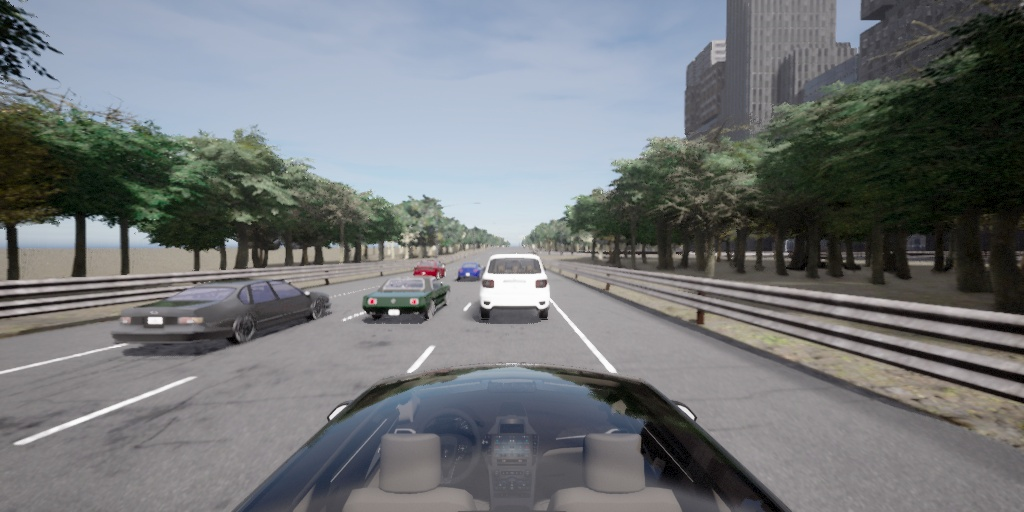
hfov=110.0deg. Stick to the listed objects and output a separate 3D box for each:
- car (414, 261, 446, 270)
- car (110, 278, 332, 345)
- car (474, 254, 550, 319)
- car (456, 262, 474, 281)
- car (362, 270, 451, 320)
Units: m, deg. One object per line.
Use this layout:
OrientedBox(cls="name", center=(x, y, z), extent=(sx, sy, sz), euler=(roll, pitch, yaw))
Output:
OrientedBox(cls="car", center=(-6.910, 1.197, 30.562), extent=(1.882, 1.535, 5.008), euler=(0, 0, 0))
OrientedBox(cls="car", center=(-6.931, 1.300, 9.488), extent=(2.033, 1.411, 5.357), euler=(0, 0, 0))
OrientedBox(cls="car", center=(0.087, 0.970, 12.954), extent=(2.150, 2.045, 5.566), euler=(0, 0, 0))
OrientedBox(cls="car", center=(-3.410, 1.247, 30.002), extent=(1.812, 1.442, 4.674), euler=(0, 0, 0))
OrientedBox(cls="car", center=(-3.416, 1.351, 12.636), extent=(1.895, 1.301, 4.718), euler=(0, 0, 0))
